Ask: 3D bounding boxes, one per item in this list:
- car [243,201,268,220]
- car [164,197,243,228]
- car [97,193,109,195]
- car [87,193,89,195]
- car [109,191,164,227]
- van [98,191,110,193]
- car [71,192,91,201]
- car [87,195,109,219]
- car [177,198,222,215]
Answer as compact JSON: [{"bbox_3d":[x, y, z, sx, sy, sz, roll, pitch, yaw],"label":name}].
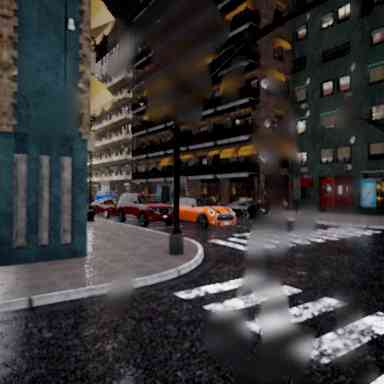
[{"bbox_3d":[3.855,1.320,25.389,1.947,1.339,4.313,1,0,-36],"label":"car"},{"bbox_3d":[0.563,1.104,20.090,2.097,1.767,4.553,0,1,-37],"label":"car"},{"bbox_3d":[-7.109,1.110,30.643,2.033,1.411,5.357,0,1,-36],"label":"car"},{"bbox_3d":[-15.505,0.862,47.617,2.033,1.411,5.357,0,1,-36],"label":"car"},{"bbox_3d":[-2.948,1.016,20.507,2.192,1.841,5.009,1,0,-36],"label":"car"},{"bbox_3d":[-12.474,0.694,47.950,1.690,1.788,3.998,1,0,-36],"label":"van"},{"bbox_3d":[-19.011,0.737,56.973,1.887,1.381,4.507,1,0,-36],"label":"car"},{"bbox_3d":[-6.222,1.165,25.019,1.887,1.381,4.507,1,0,-36],"label":"car"},{"bbox_3d":[0.589,1.256,29.901,1.802,1.307,4.206,1,0,-36],"label":"car"}]
